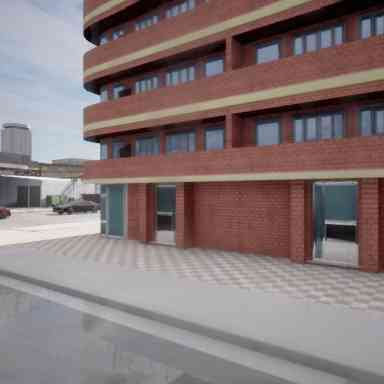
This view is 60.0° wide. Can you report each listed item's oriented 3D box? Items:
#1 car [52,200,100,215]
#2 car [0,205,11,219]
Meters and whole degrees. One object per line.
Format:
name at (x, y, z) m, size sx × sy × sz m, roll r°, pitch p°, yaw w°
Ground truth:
car at (-11.730, 1.547, 34.630) m, size 2.033 × 1.411 × 5.357 m, roll 0°, pitch 0°, yaw 34°
car at (-17.040, 1.564, 26.903) m, size 1.994 × 1.385 × 4.181 m, roll 0°, pitch 0°, yaw 34°
